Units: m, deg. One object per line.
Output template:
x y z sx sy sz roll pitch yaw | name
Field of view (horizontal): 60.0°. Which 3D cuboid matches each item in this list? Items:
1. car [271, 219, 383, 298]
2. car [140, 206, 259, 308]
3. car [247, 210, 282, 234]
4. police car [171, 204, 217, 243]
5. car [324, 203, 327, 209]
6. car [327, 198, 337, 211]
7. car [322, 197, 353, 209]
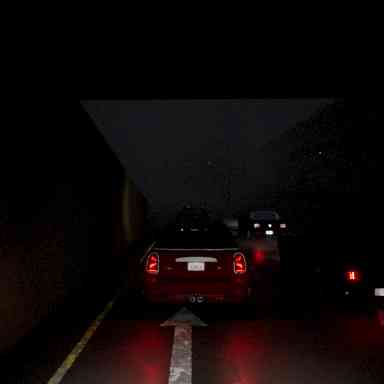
3.607 1.601 8.499 1.895 1.301 4.718 0 0 0 | car
0.083 1.352 8.085 2.097 1.767 4.553 0 0 0 | car
3.600 1.601 17.656 1.895 1.301 4.718 0 0 0 | car
0.096 1.504 17.210 2.038 1.542 4.974 0 0 0 | police car
17.537 1.453 39.971 2.038 1.542 4.974 0 0 45 | car
17.433 1.453 35.364 2.038 1.542 4.974 0 0 -35 | car
17.574 1.295 40.008 1.853 1.218 4.536 0 0 45 | car
